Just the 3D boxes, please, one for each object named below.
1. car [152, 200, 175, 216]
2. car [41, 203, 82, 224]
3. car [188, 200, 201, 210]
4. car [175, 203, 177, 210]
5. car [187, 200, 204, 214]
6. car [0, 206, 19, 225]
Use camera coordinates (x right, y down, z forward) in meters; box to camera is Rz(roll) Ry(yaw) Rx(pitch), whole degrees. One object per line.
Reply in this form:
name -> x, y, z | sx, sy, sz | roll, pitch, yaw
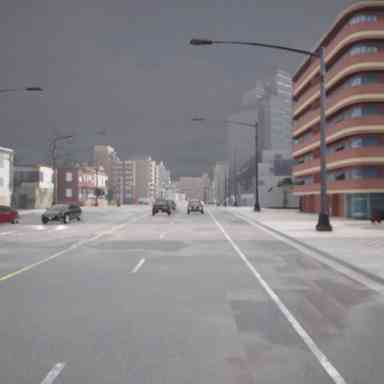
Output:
car -> -3.164, 1.692, 35.526 | 1.837, 1.490, 4.892 | 0, 0, 1
car -> -10.302, 1.676, 26.644 | 1.837, 1.490, 4.892 | 0, 0, 0
car -> 0.412, 1.819, 48.024 | 1.812, 1.442, 4.674 | 0, -1, 1
car -> -3.130, 1.810, 45.586 | 2.033, 1.411, 5.357 | 0, -1, 1
car -> 0.362, 1.735, 37.545 | 2.033, 1.411, 5.357 | 0, 0, 1
car -> -13.867, 1.691, 23.174 | 1.812, 1.442, 4.674 | 0, 0, 1
